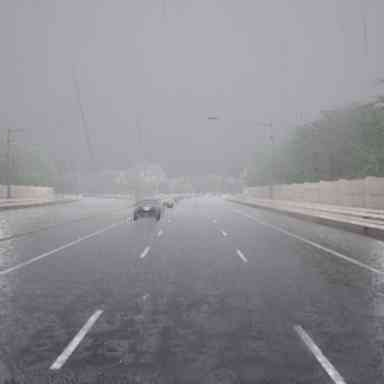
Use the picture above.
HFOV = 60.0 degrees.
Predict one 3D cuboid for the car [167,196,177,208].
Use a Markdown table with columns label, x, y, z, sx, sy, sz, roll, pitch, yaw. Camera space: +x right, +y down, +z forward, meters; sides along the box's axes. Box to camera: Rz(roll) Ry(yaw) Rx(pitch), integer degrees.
| label | x | y | z | sx | sy | sz | roll | pitch | yaw |
| --- | --- | --- | --- | --- | --- | --- | --- | --- | --- |
| car | -3.484 | 1.597 | 46.478 | 1.895 | 1.301 | 4.718 | 0 | 0 | 0 |

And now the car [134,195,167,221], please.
| label | x | y | z | sx | sy | sz | roll | pitch | yaw |
| --- | --- | --- | --- | --- | --- | --- | --- | --- | --- |
| car | -3.491 | 1.348 | 27.728 | 2.097 | 1.767 | 4.553 | 0 | 0 | 0 |

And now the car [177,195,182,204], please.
| label | x | y | z | sx | sy | sz | roll | pitch | yaw |
| --- | --- | --- | --- | --- | --- | --- | --- | --- | --- |
| car | -3.479 | 1.490 | 64.291 | 2.128 | 1.511 | 4.902 | 0 | 0 | 0 |

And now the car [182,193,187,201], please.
| label | x | y | z | sx | sy | sz | roll | pitch | yaw |
| --- | --- | --- | --- | --- | --- | --- | --- | --- | --- |
| car | -3.209 | 1.510 | 88.942 | 1.837 | 1.490 | 4.892 | 0 | 0 | 3 |
